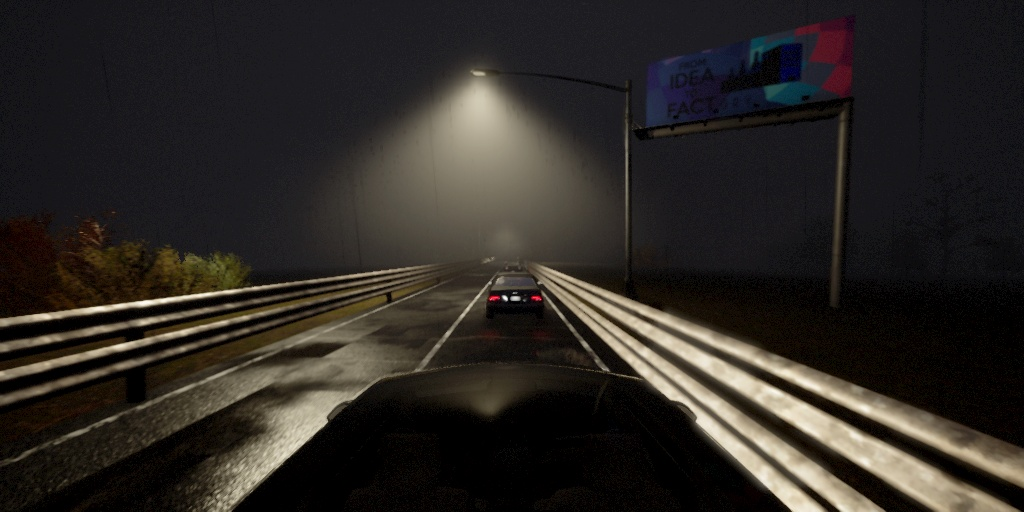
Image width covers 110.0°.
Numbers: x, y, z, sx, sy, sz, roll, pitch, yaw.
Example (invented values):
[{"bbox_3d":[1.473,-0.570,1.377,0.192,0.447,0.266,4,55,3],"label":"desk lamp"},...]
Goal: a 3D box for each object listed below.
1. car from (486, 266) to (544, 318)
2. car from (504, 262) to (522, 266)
[{"bbox_3d":[0.098,1.260,12.794,2.033,1.411,5.357,0,0,0],"label":"car"},{"bbox_3d":[0.098,1.231,36.824,1.895,1.301,4.718,0,0,0],"label":"car"}]
